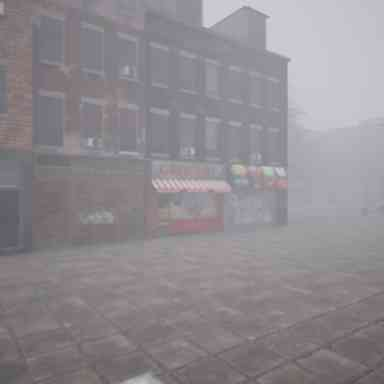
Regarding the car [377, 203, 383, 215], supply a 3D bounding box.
[{"bbox_3d":[17.564,1.317,26.968,1.812,1.442,4.674,0,0,-35],"label":"car"}]
